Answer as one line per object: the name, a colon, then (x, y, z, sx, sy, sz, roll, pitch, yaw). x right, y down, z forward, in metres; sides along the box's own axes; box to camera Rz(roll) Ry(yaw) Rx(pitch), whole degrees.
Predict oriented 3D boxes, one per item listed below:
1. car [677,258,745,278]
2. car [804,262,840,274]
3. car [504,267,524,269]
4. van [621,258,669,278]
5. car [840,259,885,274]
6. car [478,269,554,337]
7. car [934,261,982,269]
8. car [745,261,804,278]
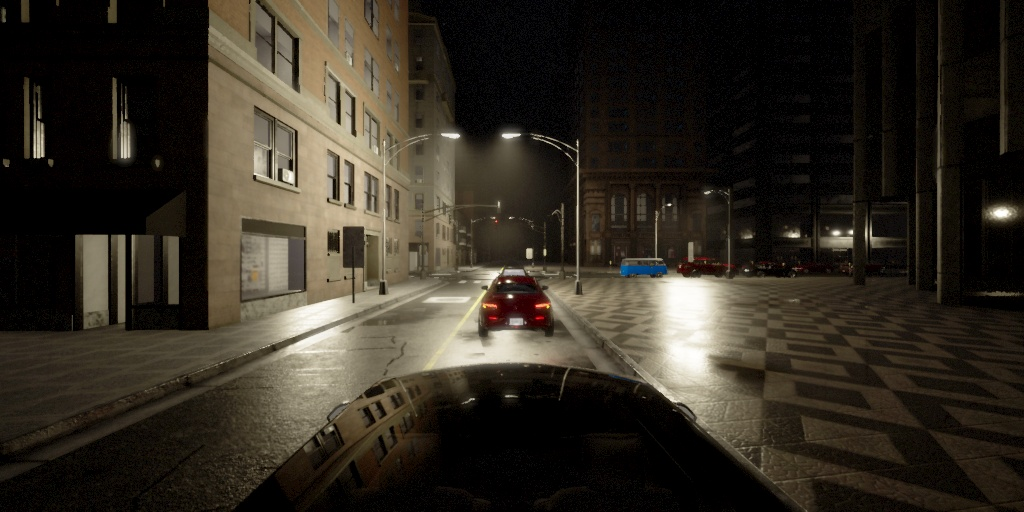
car: (17.383, 1.078, 32.046, 5.009, 1.841, 2.192, 0, 0, -1)
car: (34.199, 1.330, 40.821, 4.207, 1.307, 1.802, 0, 0, -1)
car: (0.110, 1.302, 20.020, 1.994, 1.385, 4.181, 0, 0, 0)
van: (11.742, 1.105, 31.962, 3.998, 1.789, 1.690, 0, 0, -1)
car: (39.838, 1.185, 40.904, 4.097, 1.591, 1.967, 0, 0, -1)
car: (0.095, 1.271, 10.148, 1.812, 1.442, 4.674, 0, 0, 0)
car: (39.940, 1.190, 32.379, 4.097, 1.591, 1.967, 0, 0, -1)
car: (23.022, 1.325, 32.129, 4.313, 1.339, 1.948, 0, 0, -1)
